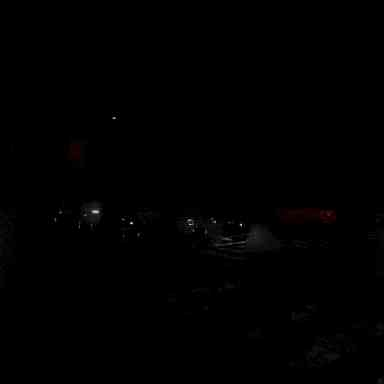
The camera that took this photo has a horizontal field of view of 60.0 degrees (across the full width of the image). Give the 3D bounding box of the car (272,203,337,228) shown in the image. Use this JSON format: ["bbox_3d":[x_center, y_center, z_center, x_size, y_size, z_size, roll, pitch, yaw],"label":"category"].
[{"bbox_3d":[8.177,1.602,24.614,2.097,1.767,4.553,0,-1,-38],"label":"car"}]

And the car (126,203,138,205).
[{"bbox_3d":[-8.813,2.271,47.853,1.882,1.535,5.008,0,-1,-36],"label":"car"}]

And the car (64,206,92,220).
[{"bbox_3d":[-11.942,2.214,35.269,1.994,1.385,4.181,0,-1,-36],"label":"car"}]

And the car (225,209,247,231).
[{"bbox_3d":[1.571,1.801,22.235,1.837,1.490,4.892,0,-1,-36],"label":"car"}]

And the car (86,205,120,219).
[{"bbox_3d":[-10.476,2.230,38.767,2.033,1.411,5.357,0,-1,-36],"label":"car"}]

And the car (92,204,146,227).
[{"bbox_3d":[-6.108,2.009,27.255,2.033,1.411,5.357,0,-1,-35],"label":"car"}]

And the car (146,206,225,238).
[{"bbox_3d":[-0.532,1.637,19.600,2.097,1.767,4.553,0,-1,-36],"label":"car"}]

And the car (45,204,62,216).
[{"bbox_3d":[-17.768,2.332,43.309,2.128,1.511,4.902,0,-1,-36],"label":"car"}]
